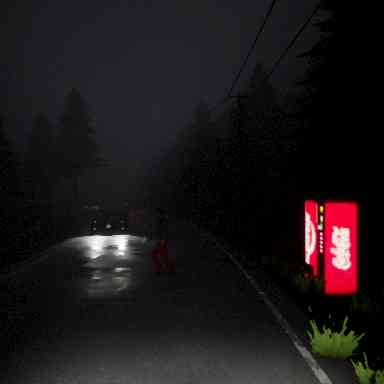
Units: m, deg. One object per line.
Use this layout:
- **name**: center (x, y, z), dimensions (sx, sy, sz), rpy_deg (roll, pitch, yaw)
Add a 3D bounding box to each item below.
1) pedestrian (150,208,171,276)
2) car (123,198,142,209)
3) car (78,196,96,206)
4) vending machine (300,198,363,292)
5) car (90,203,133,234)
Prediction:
- **pedestrian**: center (-0.826, 1.292, 8.772), dimensions (0.375, 1.860, 0.375), rpy_deg (0, 0, -2)
- **car**: center (-7.935, 1.486, 43.789), dimensions (2.128, 1.511, 4.902), rpy_deg (0, 0, -23)
- **car**: center (-17.024, 1.471, 53.897), dimensions (1.882, 1.535, 5.008), rpy_deg (0, 0, -33)
- **vending machine**: center (3.279, 1.194, 7.901), dimensions (1.100, 2.100, 0.880), rpy_deg (0, 0, -2)
- **car**: center (-4.574, 1.562, 19.059), dimensions (1.994, 1.385, 4.181), rpy_deg (0, 0, -9)
